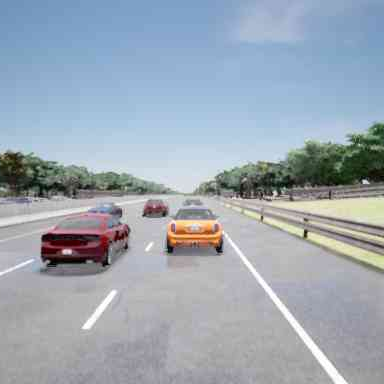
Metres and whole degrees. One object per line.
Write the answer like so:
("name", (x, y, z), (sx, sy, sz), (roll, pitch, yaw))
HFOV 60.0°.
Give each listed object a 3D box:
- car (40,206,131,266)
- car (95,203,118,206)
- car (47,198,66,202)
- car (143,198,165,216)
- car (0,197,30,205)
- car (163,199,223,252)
("car", (-3.398, 1.476, 11.524), (1.882, 1.535, 5.008), (0, 0, 0))
("car", (-6.896, 1.555, 26.906), (2.033, 1.411, 5.357), (0, 0, 0))
("car", (-17.574, 1.557, 43.217), (1.812, 1.442, 4.674), (0, 0, 0))
("car", (-3.395, 1.365, 32.160), (2.097, 1.767, 4.553), (0, 0, 0))
("car", (-21.082, 1.377, 39.513), (2.097, 1.767, 4.553), (0, 0, 0))
("car", (0.102, 1.351, 14.093), (2.097, 1.767, 4.553), (0, 0, 0))
